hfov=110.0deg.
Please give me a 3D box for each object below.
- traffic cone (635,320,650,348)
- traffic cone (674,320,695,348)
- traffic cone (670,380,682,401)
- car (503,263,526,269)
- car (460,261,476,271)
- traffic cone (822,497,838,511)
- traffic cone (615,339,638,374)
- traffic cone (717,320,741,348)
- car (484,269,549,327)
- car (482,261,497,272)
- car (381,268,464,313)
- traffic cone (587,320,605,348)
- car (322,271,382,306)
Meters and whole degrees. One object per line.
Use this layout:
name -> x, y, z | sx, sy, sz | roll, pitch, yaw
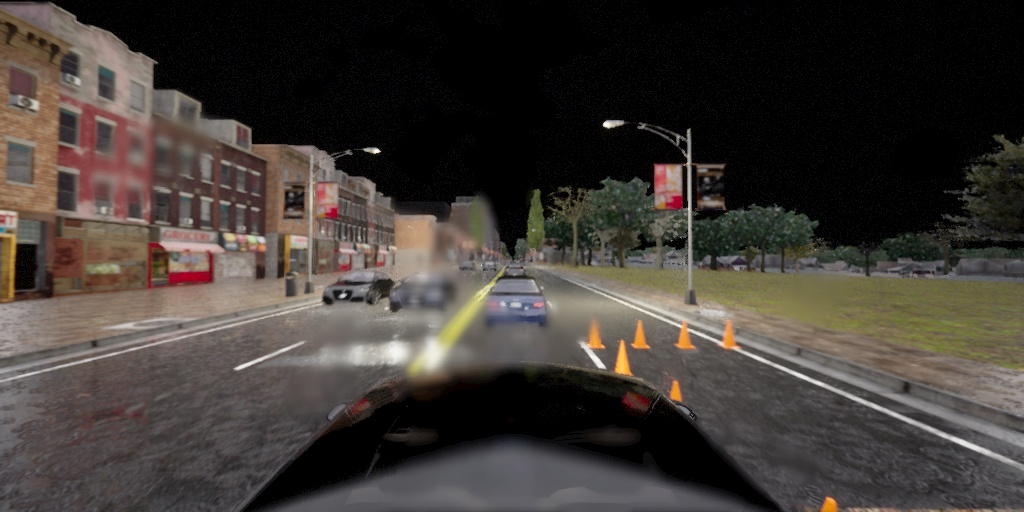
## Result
traffic cone -> 2.884, 1.739, 8.084 | 0.340, 0.580, 0.340 | 0, 0, 0
traffic cone -> 3.884, 1.742, 8.079 | 0.340, 0.580, 0.340 | 0, 0, 0
traffic cone -> 1.866, 1.720, 4.088 | 0.340, 0.580, 0.340 | 0, 0, 0
car -> 0.227, 1.358, 32.233 | 2.128, 1.511, 4.902 | 0, 0, 0
car -> -6.368, 1.421, 51.837 | 1.837, 1.490, 4.892 | 0, 1, 0
traffic cone -> 1.857, 1.712, 2.088 | 0.340, 0.580, 0.340 | 0, 0, 0
traffic cone -> 1.875, 1.728, 6.088 | 0.340, 0.580, 0.340 | 0, 0, 0
traffic cone -> 4.884, 1.745, 8.074 | 0.340, 0.580, 0.340 | 0, 0, 0
car -> 0.133, 1.338, 11.702 | 2.033, 1.411, 5.357 | 0, 0, 0
car -> -3.123, 1.447, 50.411 | 1.812, 1.442, 4.674 | 0, 0, 0
car -> -3.306, 1.355, 14.149 | 1.994, 1.385, 4.181 | 0, 0, 0
traffic cone -> 1.884, 1.737, 8.088 | 0.340, 0.580, 0.340 | 0, 0, 0
car -> -6.547, 1.353, 15.864 | 1.994, 1.385, 4.181 | 0, 0, 0
